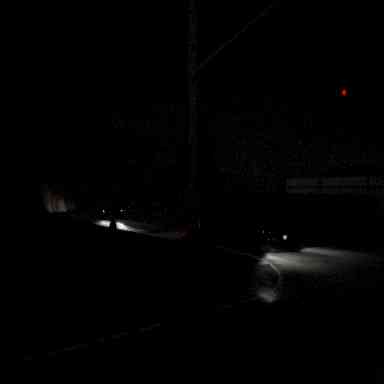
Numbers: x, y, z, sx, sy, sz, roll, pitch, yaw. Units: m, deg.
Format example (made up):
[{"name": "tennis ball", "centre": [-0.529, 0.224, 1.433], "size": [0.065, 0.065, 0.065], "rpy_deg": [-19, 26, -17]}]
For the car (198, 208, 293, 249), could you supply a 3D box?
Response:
[{"name": "car", "centre": [2.162, 1.505, 14.790], "size": [1.837, 1.490, 4.892], "rpy_deg": [0, 0, -36]}]

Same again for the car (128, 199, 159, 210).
[{"name": "car", "centre": [-6.539, 1.601, 43.198], "size": [1.895, 1.301, 4.718], "rpy_deg": [0, 0, 40]}]

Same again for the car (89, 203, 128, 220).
[{"name": "car", "centre": [-7.348, 1.601, 28.323], "size": [1.895, 1.301, 4.718], "rpy_deg": [0, 0, -29]}]
